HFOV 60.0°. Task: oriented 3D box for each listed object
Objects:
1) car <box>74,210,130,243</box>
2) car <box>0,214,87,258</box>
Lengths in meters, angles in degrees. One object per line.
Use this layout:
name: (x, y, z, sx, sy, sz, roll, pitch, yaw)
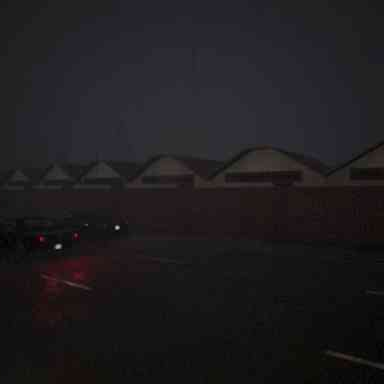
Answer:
car: (-4.966, 1.560, 16.071, 4.181, 1.385, 1.994, 0, 0, 36)
car: (-6.415, 1.596, 12.795, 4.718, 1.301, 1.895, 0, 0, 36)
